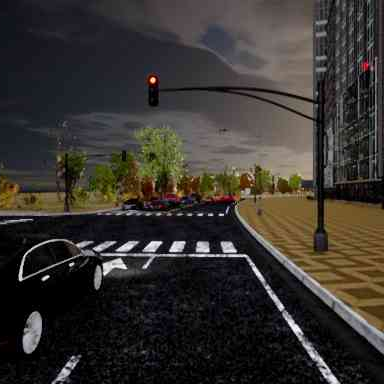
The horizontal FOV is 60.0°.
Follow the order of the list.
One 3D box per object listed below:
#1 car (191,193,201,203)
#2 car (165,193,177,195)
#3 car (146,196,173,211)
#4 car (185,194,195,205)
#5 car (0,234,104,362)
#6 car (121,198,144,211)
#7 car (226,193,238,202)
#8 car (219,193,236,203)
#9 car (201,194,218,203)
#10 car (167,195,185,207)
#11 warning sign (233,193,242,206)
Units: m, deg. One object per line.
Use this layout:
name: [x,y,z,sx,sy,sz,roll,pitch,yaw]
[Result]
car: [0.754,1.205,69.590,2.150,2.045,5.566,0,0,11]
car: [-3.995,1.202,62.146,2.150,2.045,5.566,0,0,10]
car: [-3.961,1.549,40.416,1.994,1.385,4.181,0,0,7]
car: [-1.208,1.509,59.204,1.812,1.442,4.674,0,0,10]
car: [-3.012,1.502,5.890,1.837,1.490,4.892,0,0,1]
car: [-7.162,1.509,41.011,1.812,1.442,4.674,0,0,7]
car: [9.777,1.215,80.389,2.150,2.045,5.566,0,0,14]
car: [7.623,1.213,70.097,2.150,2.045,5.566,0,0,12]
car: [3.535,1.550,66.136,1.994,1.385,4.181,0,0,11]
car: [-2.795,1.584,49.286,1.895,1.301,4.718,0,0,8]
warning sign: [6.548,1.104,48.212,1.300,1.860,1.060,0,0,8]
